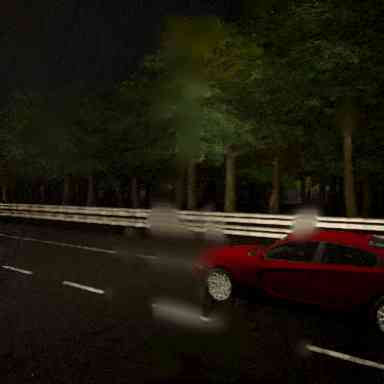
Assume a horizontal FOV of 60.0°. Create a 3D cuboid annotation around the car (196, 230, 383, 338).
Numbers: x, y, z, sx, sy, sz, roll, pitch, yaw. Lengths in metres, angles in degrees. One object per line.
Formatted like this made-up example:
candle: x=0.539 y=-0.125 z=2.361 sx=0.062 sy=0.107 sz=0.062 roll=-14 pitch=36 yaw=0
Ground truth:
car: x=2.386 y=1.496 z=6.466 sx=5.008 sy=1.535 sz=1.882 roll=0 pitch=0 yaw=36
